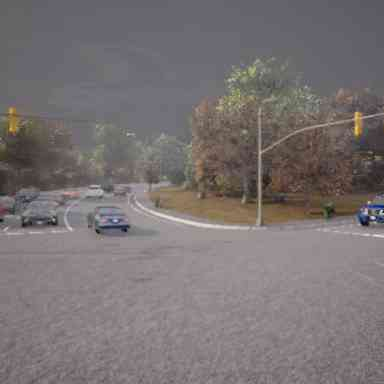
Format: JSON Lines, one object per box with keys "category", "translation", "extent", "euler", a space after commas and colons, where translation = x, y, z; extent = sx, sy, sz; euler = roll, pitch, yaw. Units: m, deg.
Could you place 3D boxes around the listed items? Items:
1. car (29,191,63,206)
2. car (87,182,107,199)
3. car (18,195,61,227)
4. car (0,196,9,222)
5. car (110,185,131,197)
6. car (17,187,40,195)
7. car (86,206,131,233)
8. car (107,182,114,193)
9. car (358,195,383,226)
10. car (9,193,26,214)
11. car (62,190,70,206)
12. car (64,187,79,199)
{"category": "car", "translation": [-13.363, 1.109, 30.616], "extent": [2.097, 1.767, 4.553], "euler": [0, 2, -19]}
{"category": "car", "translation": [-14.891, -0.066, 51.458], "extent": [2.150, 2.045, 5.566], "euler": [0, 4, -9]}
{"category": "car", "translation": [-10.268, 1.304, 22.644], "extent": [2.097, 1.767, 4.553], "euler": [0, 1, -23]}
{"category": "car", "translation": [-13.777, 1.160, 21.858], "extent": [2.150, 2.045, 5.566], "euler": [0, 1, -22]}
{"category": "car", "translation": [-11.922, -0.024, 55.538], "extent": [2.128, 1.511, 4.902], "euler": [0, 4, -7]}
{"category": "car", "translation": [-20.155, 0.462, 41.159], "extent": [2.150, 2.045, 5.566], "euler": [0, 3, -13]}
{"category": "car", "translation": [-5.085, 1.549, 19.828], "extent": [2.033, 1.411, 5.357], "euler": [0, 0, -25]}
{"category": "car", "translation": [-16.445, -0.868, 64.179], "extent": [2.150, 2.045, 5.566], "euler": [0, 4, -1]}
{"category": "car", "translation": [13.274, 1.192, 22.068], "extent": [5.566, 2.045, 2.150], "euler": [-1, 0, -37]}
{"category": "car", "translation": [-17.258, 1.202, 31.124], "extent": [1.837, 1.490, 4.892], "euler": [0, 2, -18]}
{"category": "car", "translation": [-16.201, 0.920, 39.972], "extent": [1.994, 1.385, 4.181], "euler": [0, 3, -15]}
{"category": "car", "translation": [-18.315, 0.124, 49.817], "extent": [2.097, 1.767, 4.553], "euler": [0, 3, -10]}
